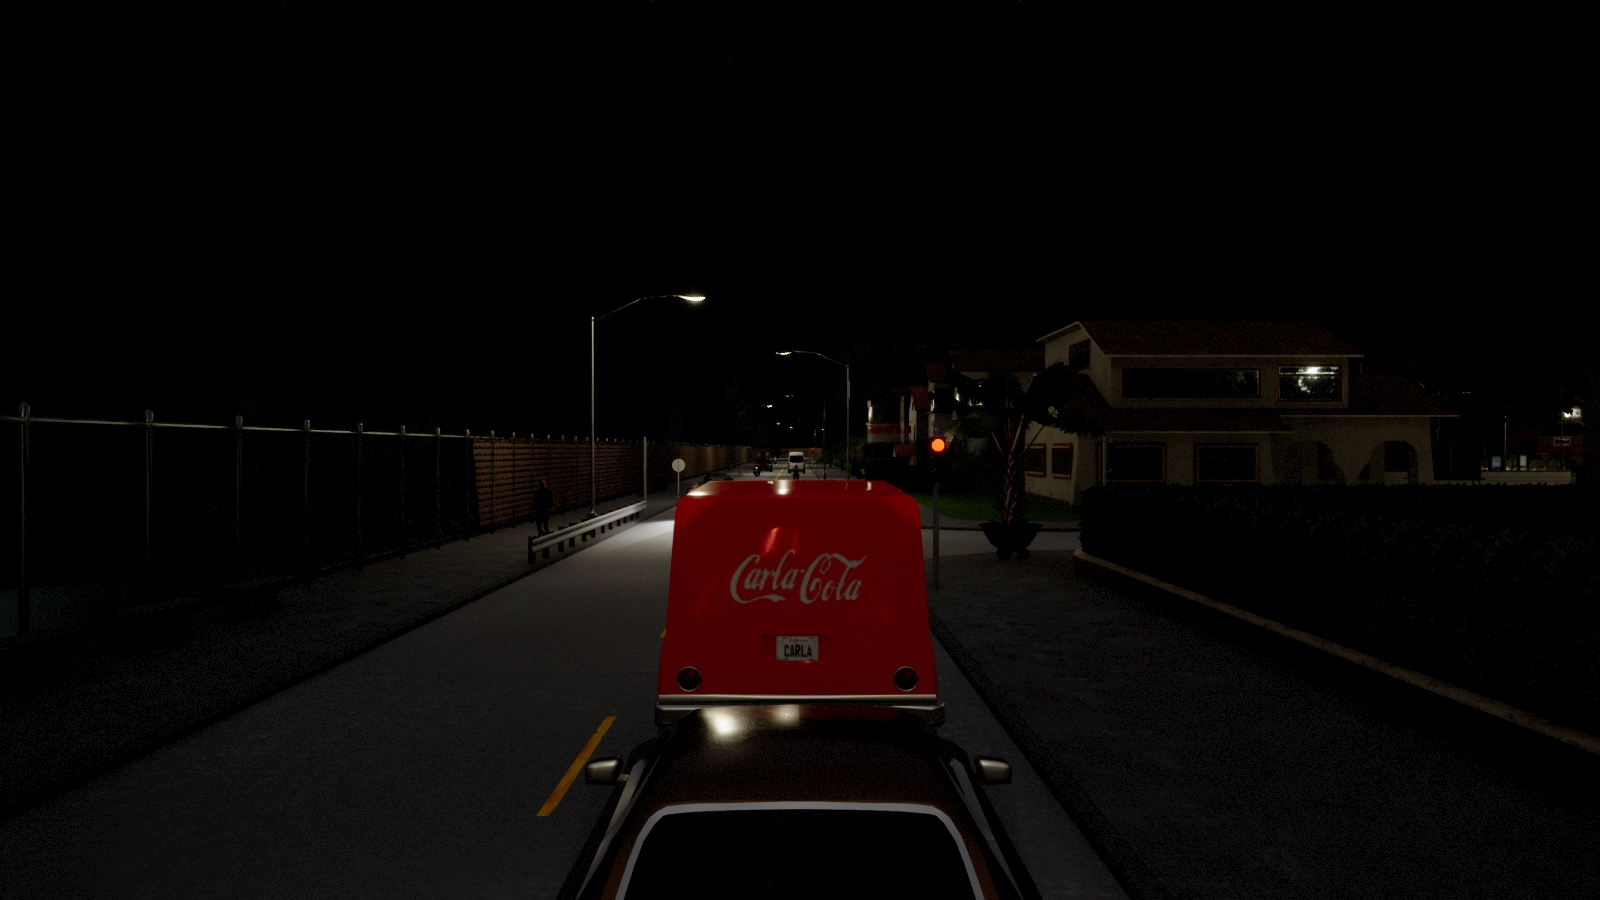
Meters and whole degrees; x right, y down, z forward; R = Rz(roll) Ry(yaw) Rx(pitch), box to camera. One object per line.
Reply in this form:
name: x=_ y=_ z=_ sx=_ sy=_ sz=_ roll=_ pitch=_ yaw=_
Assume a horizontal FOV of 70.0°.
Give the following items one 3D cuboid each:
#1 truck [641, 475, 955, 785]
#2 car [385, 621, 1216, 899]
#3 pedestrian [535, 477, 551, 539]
truck: x=-0.025 y=1.564 z=12.158 sx=2.627 sy=2.467 sz=5.204 roll=0 pitch=0 yaw=0
car: x=-0.006 y=1.989 z=5.238 sx=2.152 sy=1.651 sz=5.027 roll=0 pitch=0 yaw=0
pedestrian: x=-7.696 y=1.732 z=34.224 sx=0.375 sy=1.860 sz=0.375 roll=0 pitch=0 yaw=5
